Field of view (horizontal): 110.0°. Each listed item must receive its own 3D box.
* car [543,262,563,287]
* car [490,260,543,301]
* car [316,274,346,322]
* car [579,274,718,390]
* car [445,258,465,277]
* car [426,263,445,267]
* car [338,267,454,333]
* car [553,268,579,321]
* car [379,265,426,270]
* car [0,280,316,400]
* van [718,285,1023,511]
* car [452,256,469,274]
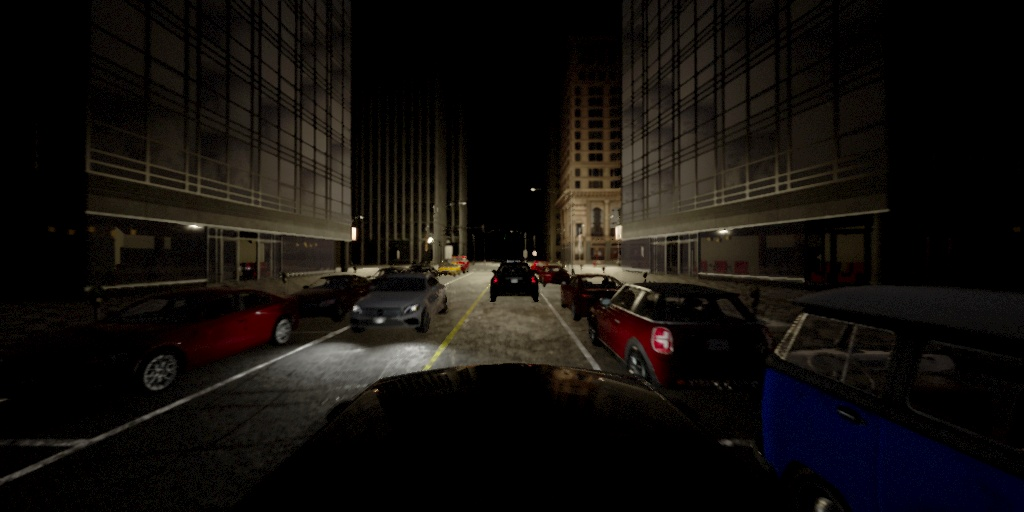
[{"bbox_3d":[2.673,1.252,22.969,1.802,1.307,4.207,0,0,0],"label":"car"},{"bbox_3d":[0.102,1.042,16.959,2.097,1.767,4.553,0,0,0],"label":"car"},{"bbox_3d":[-5.855,1.288,12.057,1.802,1.307,4.207,0,0,0],"label":"car"},{"bbox_3d":[2.669,1.167,6.591,1.967,1.591,4.097,0,0,0],"label":"car"},{"bbox_3d":[-5.849,1.174,33.722,1.751,1.417,4.829,0,0,0],"label":"car"},{"bbox_3d":[-5.852,1.237,22.975,1.948,1.339,4.313,0,0,0],"label":"car"},{"bbox_3d":[-3.098,1.236,10.727,1.812,1.442,4.674,0,0,0],"label":"car"},{"bbox_3d":[2.671,1.250,12.050,1.888,1.381,4.507,0,0,0],"label":"car"},{"bbox_3d":[-5.853,1.237,17.516,2.007,1.370,4.403,0,0,0],"label":"car"},{"bbox_3d":[-5.856,1.273,6.599,1.888,1.381,4.507,0,0,0],"label":"car"},{"bbox_3d":[2.668,1.093,1.132,1.690,1.789,3.998,0,0,0],"label":"van"},{"bbox_3d":[-5.848,0.956,39.352,2.192,1.841,5.009,0,0,0],"label":"car"}]
